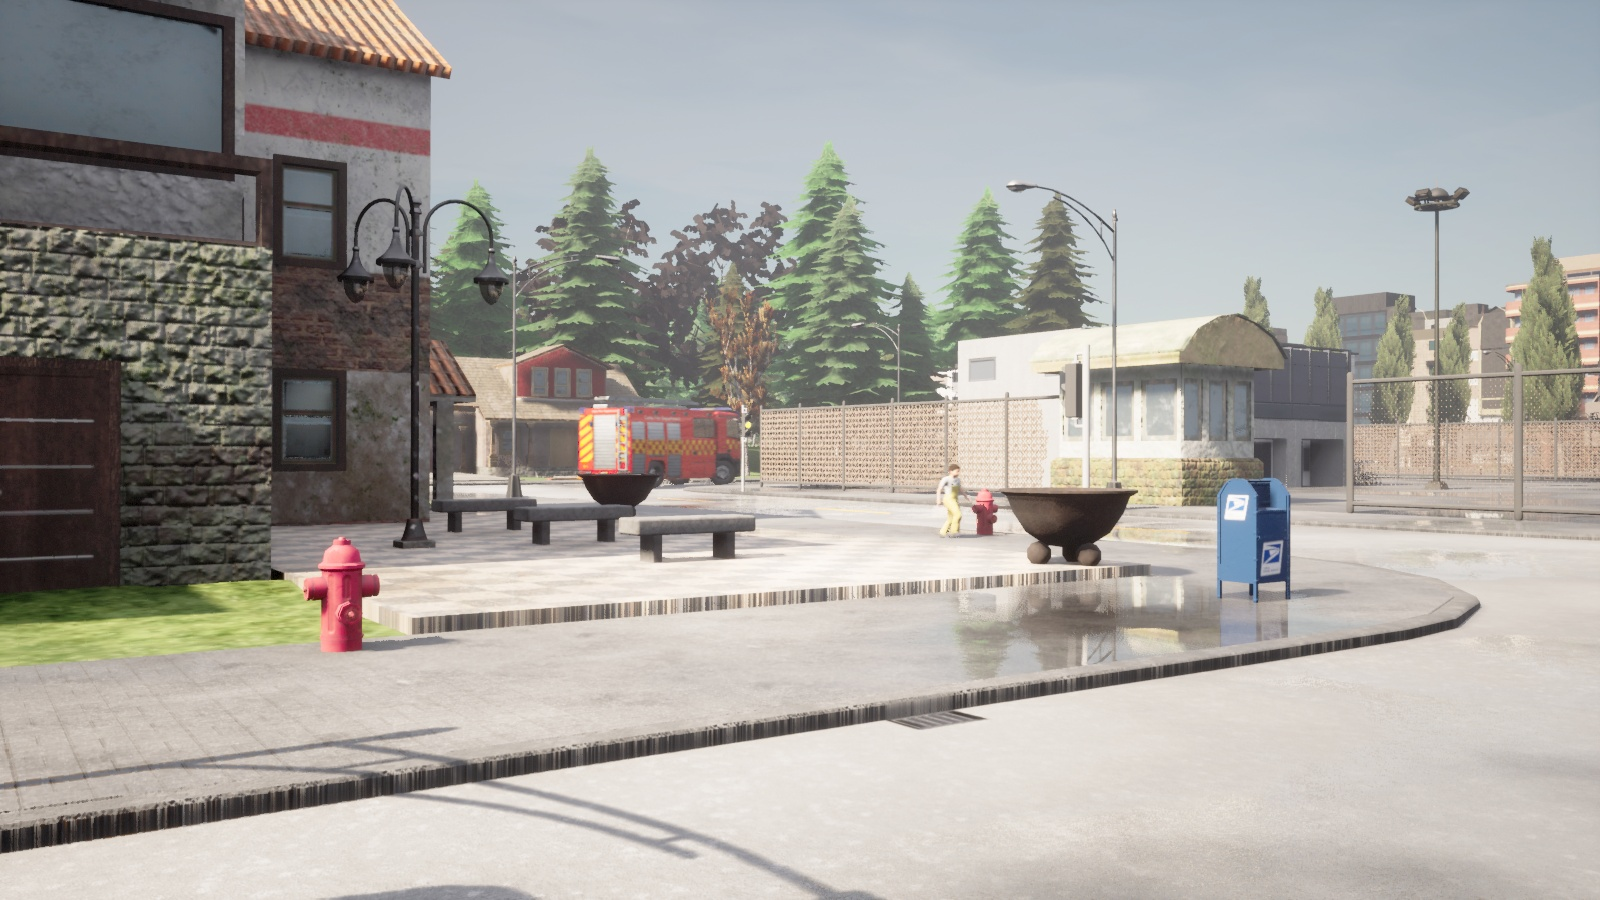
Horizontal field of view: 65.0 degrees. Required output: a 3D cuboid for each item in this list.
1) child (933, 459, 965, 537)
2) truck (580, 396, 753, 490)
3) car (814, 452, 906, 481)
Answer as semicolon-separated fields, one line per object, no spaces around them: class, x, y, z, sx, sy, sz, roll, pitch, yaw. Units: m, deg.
child;2.439;0.777;20.512;0.437;1.263;0.270;0;0;42
truck;-5.668;-0.273;55.277;2.891;3.827;8.468;-1;0;33
car;3.182;0.847;66.232;4.514;1.525;2.007;0;0;-35
